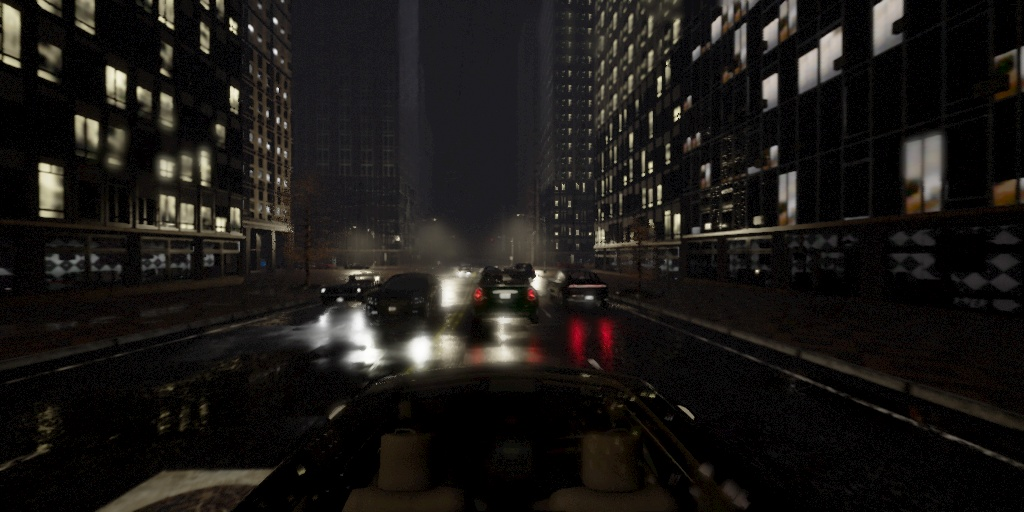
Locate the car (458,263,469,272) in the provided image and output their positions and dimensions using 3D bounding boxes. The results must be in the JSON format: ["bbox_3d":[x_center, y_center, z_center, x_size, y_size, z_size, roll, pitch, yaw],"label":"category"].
[{"bbox_3d":[-7.581,1.841,57.872,2.128,1.511,4.902,0,-1,-5],"label":"car"}]

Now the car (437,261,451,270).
[{"bbox_3d":[-10.818,1.500,57.571,1.994,1.385,4.181,0,-1,-5],"label":"car"}]

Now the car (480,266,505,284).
[{"bbox_3d":[-1.795,1.609,31.742,2.033,1.411,5.357,0,-1,-5],"label":"car"}]

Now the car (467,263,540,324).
[{"bbox_3d":[-0.292,1.216,12.662,2.097,1.767,4.553,0,-1,-3],"label":"car"}]

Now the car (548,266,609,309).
[{"bbox_3d":[2.779,1.382,15.933,2.128,1.511,4.902,0,-1,-4],"label":"car"}]

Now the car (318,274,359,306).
[{"bbox_3d":[-7.239,1.527,17.009,1.895,1.301,4.718,0,-1,-4],"label":"car"}]

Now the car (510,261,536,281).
[{"bbox_3d":[1.051,1.451,36.211,2.097,1.767,4.553,0,0,-5],"label":"car"}]

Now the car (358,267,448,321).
[{"bbox_3d":[-3.760,1.356,13.350,1.882,1.535,5.008,0,-1,-3],"label":"car"}]
